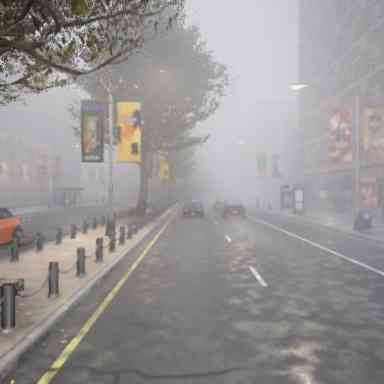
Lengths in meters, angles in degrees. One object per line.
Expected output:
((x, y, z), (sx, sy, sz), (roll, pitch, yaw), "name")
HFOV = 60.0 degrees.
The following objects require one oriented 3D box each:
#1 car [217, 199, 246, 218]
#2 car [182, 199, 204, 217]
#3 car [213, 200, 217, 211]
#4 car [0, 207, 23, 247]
((3.541, 1.460, 29.534), (1.882, 1.535, 5.008), (0, 0, 1), "car")
((0.100, 1.583, 30.810), (1.895, 1.301, 4.718), (0, 0, 0), "car")
((3.570, 1.540, 40.166), (1.994, 1.385, 4.181), (0, 0, 1), "car")
((-8.052, 1.345, 11.857), (2.097, 1.767, 4.553), (0, 0, 0), "car")
